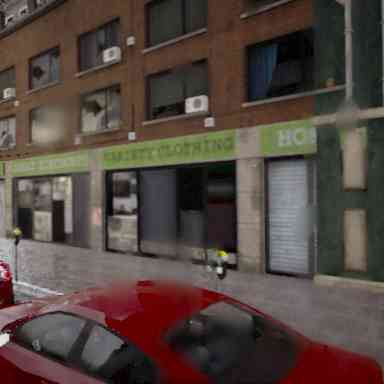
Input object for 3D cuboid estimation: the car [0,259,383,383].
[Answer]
[{"bbox_3d":[-0.670,1.567,3.199,4.507,1.381,1.887,-1,-1,35],"label":"car"}]
